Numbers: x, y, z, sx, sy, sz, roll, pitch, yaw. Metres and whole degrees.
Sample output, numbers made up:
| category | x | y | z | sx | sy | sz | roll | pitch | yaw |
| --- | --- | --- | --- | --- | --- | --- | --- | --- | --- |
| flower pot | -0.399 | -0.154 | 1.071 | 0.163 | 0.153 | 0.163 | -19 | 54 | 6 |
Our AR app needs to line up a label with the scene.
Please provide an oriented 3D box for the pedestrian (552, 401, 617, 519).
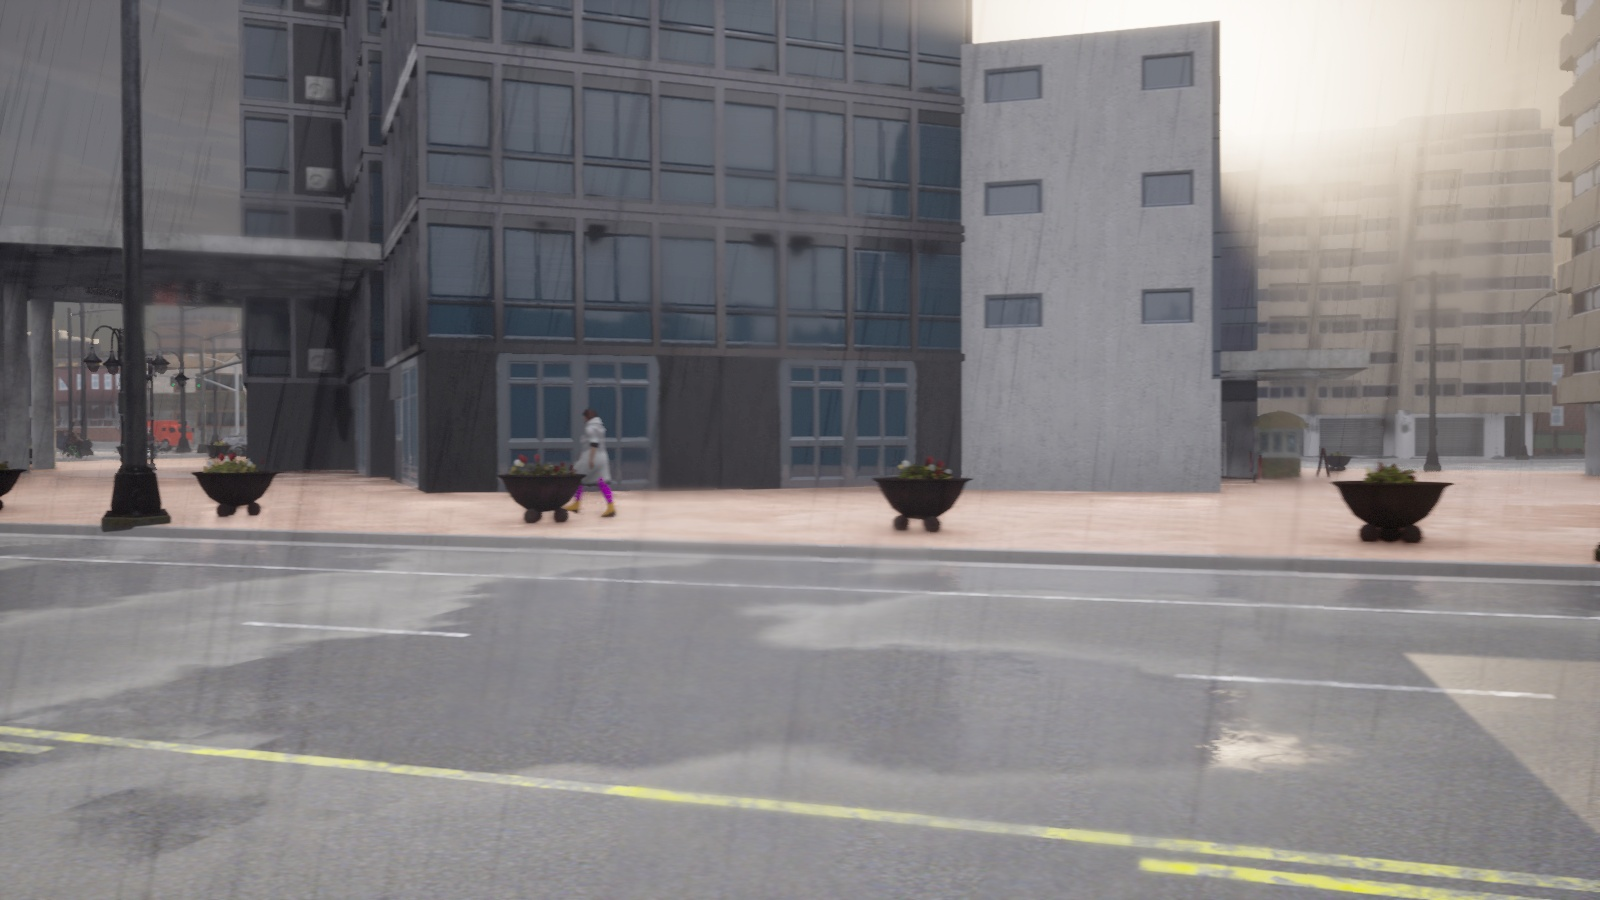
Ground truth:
| category | x | y | z | sx | sy | sz | roll | pitch | yaw |
| --- | --- | --- | --- | --- | --- | --- | --- | --- | --- |
| pedestrian | -3.636 | 0.158 | 21.214 | 0.873 | 1.952 | 0.659 | 1 | 1 | 18 |

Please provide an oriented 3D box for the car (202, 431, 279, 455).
| category | x | y | z | sx | sy | sz | roll | pitch | yaw |
| --- | --- | --- | --- | --- | --- | --- | --- | --- | --- |
| car | -33.933 | -0.459 | 76.306 | 1.994 | 1.385 | 4.181 | 1 | 1 | 17 |
